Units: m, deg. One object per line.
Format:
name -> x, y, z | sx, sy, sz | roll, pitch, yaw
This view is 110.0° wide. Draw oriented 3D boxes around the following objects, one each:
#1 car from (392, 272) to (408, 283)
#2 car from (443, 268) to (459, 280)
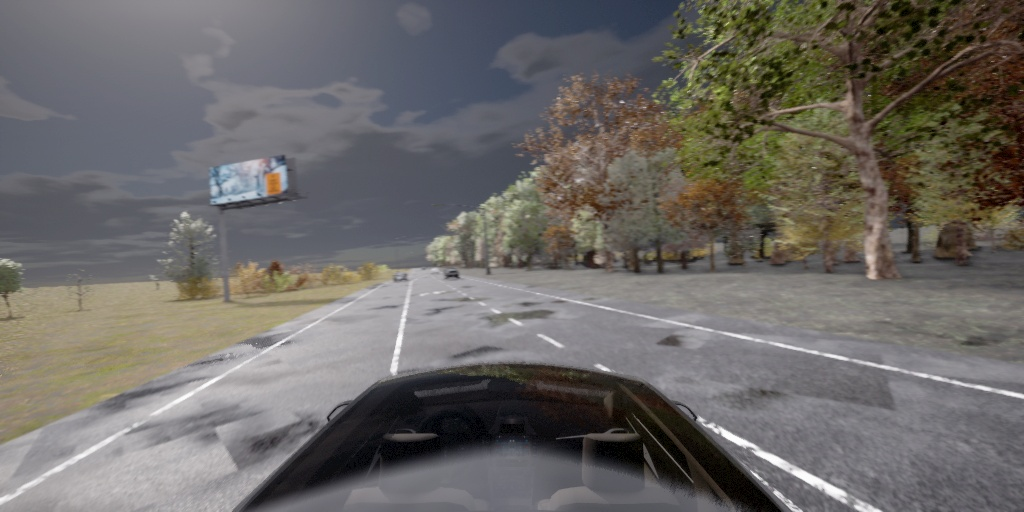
car -> -16.350, 3.048, 52.594 | 2.128, 1.511, 4.902 | -4, -1, -13
car -> -8.328, 2.400, 48.974 | 1.837, 1.490, 4.892 | -4, -1, -15
